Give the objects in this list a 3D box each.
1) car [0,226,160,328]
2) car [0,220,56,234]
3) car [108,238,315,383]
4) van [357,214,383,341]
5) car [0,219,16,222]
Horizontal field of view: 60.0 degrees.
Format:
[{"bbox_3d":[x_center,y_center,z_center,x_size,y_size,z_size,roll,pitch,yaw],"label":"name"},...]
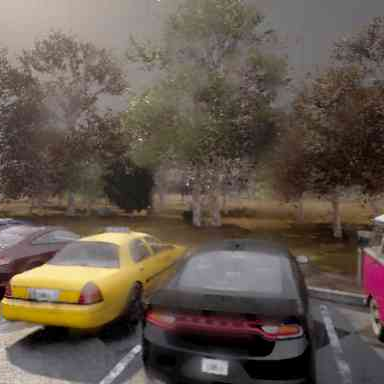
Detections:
[{"bbox_3d":[-1.521,1.530,7.369,1.946,1.575,5.366,0,-1,15],"label":"car"},{"bbox_3d":[-4.009,1.592,8.884,2.002,1.452,4.674,0,-1,15],"label":"car"},{"bbox_3d":[0.853,1.506,5.471,2.097,1.535,5.008,0,-1,15],"label":"car"},{"bbox_3d":[3.304,1.256,3.870,1.878,1.987,4.442,-1,-1,15],"label":"van"},{"bbox_3d":[-6.439,1.613,10.552,2.002,1.452,4.674,0,0,15],"label":"car"}]
